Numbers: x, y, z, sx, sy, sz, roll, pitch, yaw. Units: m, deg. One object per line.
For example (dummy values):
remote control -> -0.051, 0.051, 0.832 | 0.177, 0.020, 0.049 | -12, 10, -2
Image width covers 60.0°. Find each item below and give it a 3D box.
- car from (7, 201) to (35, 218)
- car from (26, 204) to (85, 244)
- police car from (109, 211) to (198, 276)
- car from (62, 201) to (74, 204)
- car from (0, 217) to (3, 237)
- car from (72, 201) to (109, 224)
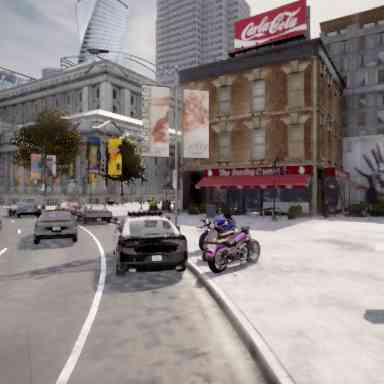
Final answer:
car -> -15.369, 1.551, 30.336 | 1.994, 1.385, 4.181 | 0, 0, -41
car -> -6.537, 1.543, 15.989 | 2.033, 1.411, 5.357 | 0, 0, -23
police car -> -1.526, 1.424, 10.675 | 1.930, 1.638, 5.238 | 0, 0, -15
car -> -10.641, 1.512, 29.304 | 2.002, 1.452, 4.674 | 0, 0, -38
car -> -9.812, 1.342, 14.736 | 2.097, 1.767, 4.553 | 0, 0, -23
car -> -7.348, 1.590, 24.614 | 1.895, 1.301, 4.718 | 0, 0, -28
